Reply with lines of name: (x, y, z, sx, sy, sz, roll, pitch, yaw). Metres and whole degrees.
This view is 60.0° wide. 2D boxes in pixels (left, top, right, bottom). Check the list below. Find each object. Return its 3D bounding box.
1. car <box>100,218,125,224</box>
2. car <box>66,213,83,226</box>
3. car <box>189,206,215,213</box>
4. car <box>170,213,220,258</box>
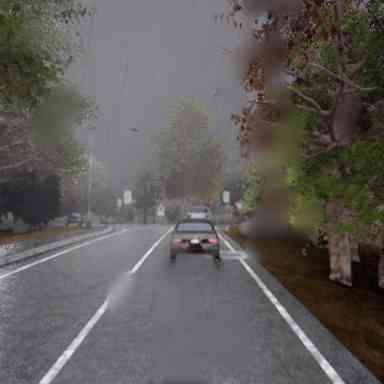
car: (-16.231, 5.939, 67.938, 2.033, 1.411, 5.357, -4, -5, 36)
car: (-17.961, 4.149, 50.703, 2.150, 2.045, 5.566, 2, -6, -23)
car: (0.944, 2.460, 31.555, 2.150, 2.045, 5.566, -1, -5, 8)
car: (0.097, 1.760, 13.514, 2.033, 1.411, 5.357, 0, -2, 0)
